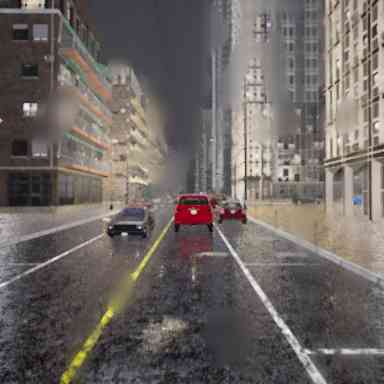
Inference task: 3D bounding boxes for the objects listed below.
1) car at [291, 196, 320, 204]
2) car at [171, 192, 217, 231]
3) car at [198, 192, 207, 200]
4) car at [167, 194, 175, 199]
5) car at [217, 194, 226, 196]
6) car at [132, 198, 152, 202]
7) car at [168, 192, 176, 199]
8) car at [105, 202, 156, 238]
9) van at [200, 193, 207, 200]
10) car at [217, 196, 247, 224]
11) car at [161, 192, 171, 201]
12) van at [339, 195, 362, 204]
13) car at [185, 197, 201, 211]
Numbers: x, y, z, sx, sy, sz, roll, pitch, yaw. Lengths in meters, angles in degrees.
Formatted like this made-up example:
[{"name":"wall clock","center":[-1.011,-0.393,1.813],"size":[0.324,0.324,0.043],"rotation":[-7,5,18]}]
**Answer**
[{"name":"car","center":[17.911,1.372,52.355],"size":[4.403,1.369,2.008],"rotation":[0,-1,0]},{"name":"car","center":[0.096,1.128,20.036],"size":[2.150,2.045,5.566],"rotation":[0,0,0]},{"name":"car","center":[2.687,1.006,84.231],"size":[2.192,1.841,5.009],"rotation":[1,0,0]},{"name":"car","center":[-5.699,1.261,89.754],"size":[1.802,1.307,4.206],"rotation":[1,0,0]},{"name":"car","center":[2.667,1.158,34.986],"size":[2.192,1.841,5.009],"rotation":[1,0,0]},{"name":"car","center":[-5.684,1.424,35.098],"size":[1.802,1.307,4.206],"rotation":[1,0,0]},{"name":"car","center":[-5.696,0.984,95.276],"size":[2.192,1.841,5.009],"rotation":[1,0,0]},{"name":"car","center":[-3.004,1.476,17.463],"size":[2.033,1.411,5.357],"rotation":[0,0,0]},{"name":"van","center":[2.688,1.044,78.710],"size":[1.690,1.788,3.998],"rotation":[1,0,0]},{"name":"car","center":[2.668,1.330,23.589],"size":[1.967,1.590,4.097],"rotation":[1,0,0]},{"name":"car","center":[-5.692,1.157,73.186],"size":[1.967,1.590,4.097],"rotation":[1,0,0]},{"name":"van","center":[29.152,1.361,60.741],"size":[3.998,1.788,1.690],"rotation":[0,-1,0]},{"name":"car","center":[0.092,1.332,39.202],"size":[1.837,1.490,4.892],"rotation":[0,0,0]}]
